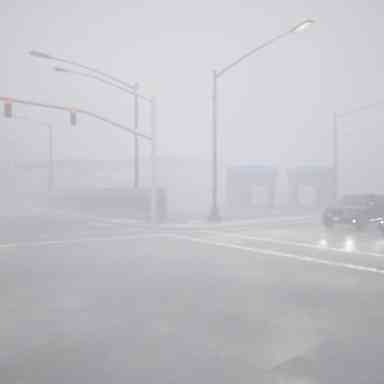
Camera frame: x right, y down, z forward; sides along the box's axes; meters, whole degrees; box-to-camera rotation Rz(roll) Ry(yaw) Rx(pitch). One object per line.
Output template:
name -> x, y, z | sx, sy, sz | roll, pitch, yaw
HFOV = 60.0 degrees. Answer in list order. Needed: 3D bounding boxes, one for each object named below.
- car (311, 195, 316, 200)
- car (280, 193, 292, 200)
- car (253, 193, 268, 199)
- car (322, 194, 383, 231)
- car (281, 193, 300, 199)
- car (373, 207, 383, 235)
car -> 31.687, 1.066, 82.124 | 2.097, 1.767, 4.553 | 0, 0, -38
car -> 24.719, 1.055, 85.291 | 2.097, 1.767, 4.553 | 0, 0, -38
car -> 19.147, 1.173, 92.315 | 1.837, 1.490, 4.892 | 0, 0, -38
car -> 10.399, 1.174, 20.768 | 5.566, 2.045, 2.150 | 0, 0, -39
car -> 26.299, 1.040, 88.931 | 2.097, 1.767, 4.553 | 0, 0, -38
car -> 11.571, 1.568, 17.218 | 4.718, 1.301, 1.895 | 0, 0, -37
